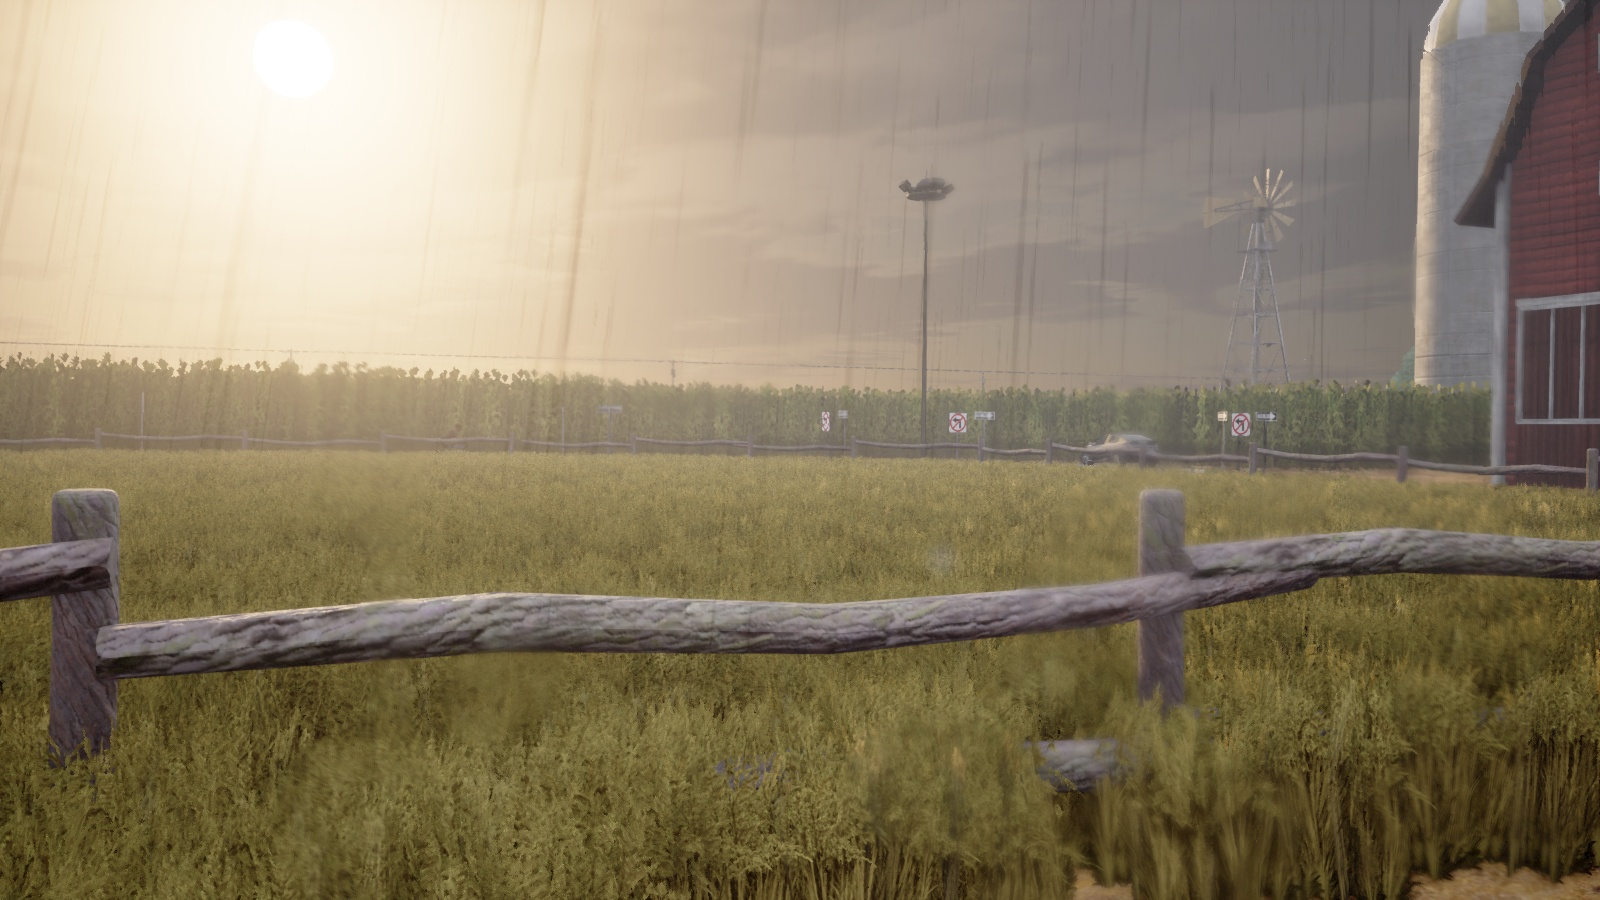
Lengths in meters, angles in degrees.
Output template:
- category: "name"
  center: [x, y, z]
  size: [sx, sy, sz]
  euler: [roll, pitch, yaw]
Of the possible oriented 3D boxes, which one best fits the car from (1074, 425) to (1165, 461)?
- category: "car"
  center: [14.256, -0.325, 56.298]
  size: [2.007, 1.525, 4.514]
  euler: [-1, 1, -15]
